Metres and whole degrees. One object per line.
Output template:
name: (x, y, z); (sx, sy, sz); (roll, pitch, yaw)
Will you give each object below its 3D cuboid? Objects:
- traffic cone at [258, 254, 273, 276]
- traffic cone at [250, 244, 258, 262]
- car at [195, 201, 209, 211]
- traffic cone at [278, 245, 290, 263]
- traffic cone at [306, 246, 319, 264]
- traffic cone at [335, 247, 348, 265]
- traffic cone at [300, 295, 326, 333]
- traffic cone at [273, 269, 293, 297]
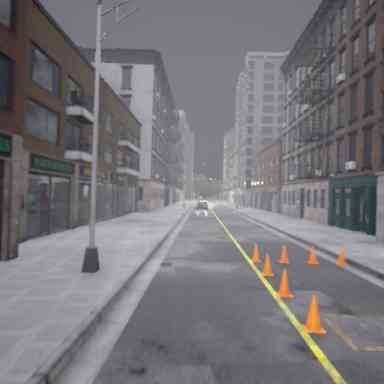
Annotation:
traffic cone: (2.207, 2.123, 9.760); (0.340, 0.580, 0.340); (2, -1, 1)
traffic cone: (2.258, 2.144, 11.760); (0.340, 0.580, 0.340); (2, -1, 1)
car: (1.506, 2.070, 49.373); (2.033, 1.411, 5.357); (2, -1, 1)
traffic cone: (3.258, 2.175, 11.734); (0.340, 0.580, 0.340); (2, -1, 1)
traffic cone: (4.257, 2.205, 11.708); (0.340, 0.580, 0.340); (2, -1, 1)
traffic cone: (5.255, 2.235, 11.682); (0.340, 0.580, 0.340); (2, -1, 1)
traffic cone: (2.105, 2.080, 5.762); (0.340, 0.580, 0.340); (2, -1, 1)
traffic cone: (2.156, 2.101, 7.761); (0.340, 0.580, 0.340); (2, -1, 1)
